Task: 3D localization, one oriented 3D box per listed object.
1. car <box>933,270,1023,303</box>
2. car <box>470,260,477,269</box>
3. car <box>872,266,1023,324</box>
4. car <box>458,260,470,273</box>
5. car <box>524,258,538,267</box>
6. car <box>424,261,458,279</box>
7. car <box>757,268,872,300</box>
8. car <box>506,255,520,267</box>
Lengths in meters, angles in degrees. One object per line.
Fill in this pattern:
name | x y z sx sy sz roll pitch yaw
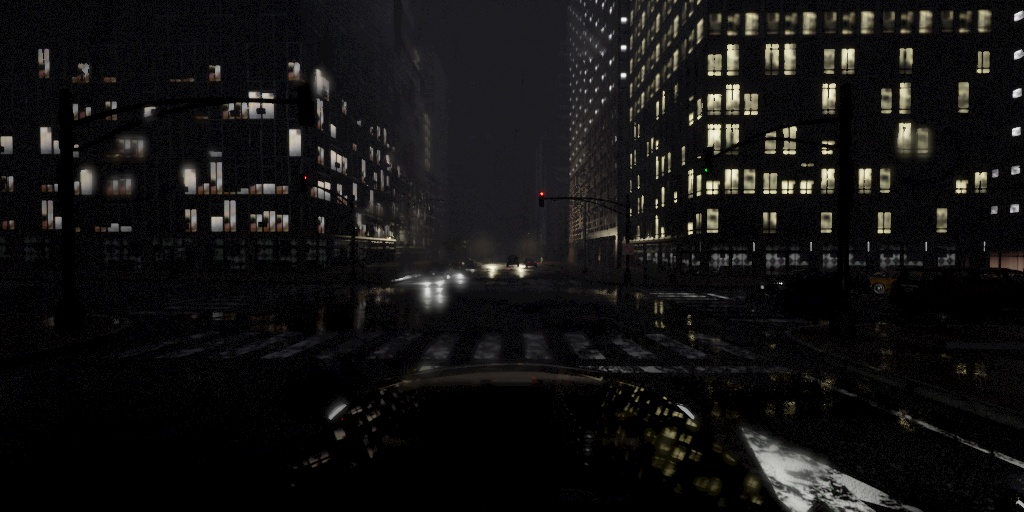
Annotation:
car | 25.105 1.500 18.050 5.357 1.411 2.033 0 1 1
car | -6.460 1.259 54.926 2.033 1.411 5.357 0 0 0
car | 16.216 1.281 12.444 5.009 1.841 2.192 0 0 1
car | -6.504 1.326 42.357 1.895 1.301 4.718 0 0 0
car | 3.402 1.229 63.259 1.812 1.442 4.674 0 0 0
car | -6.529 1.225 32.352 2.128 1.511 4.902 0 0 0
car | 15.281 1.357 18.275 4.902 1.511 2.128 1 1 2
car | 0.150 0.925 62.880 2.150 2.045 5.566 0 0 0
